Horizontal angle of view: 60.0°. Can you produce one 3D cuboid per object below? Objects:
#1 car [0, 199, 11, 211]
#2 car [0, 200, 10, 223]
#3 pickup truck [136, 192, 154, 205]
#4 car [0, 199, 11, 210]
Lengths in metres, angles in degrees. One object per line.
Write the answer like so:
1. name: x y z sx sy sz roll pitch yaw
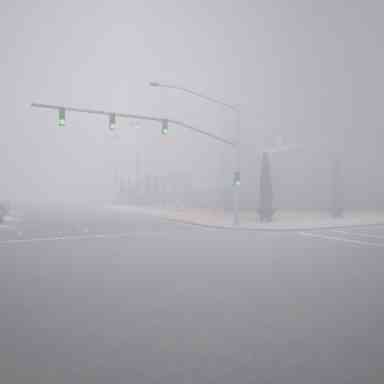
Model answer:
1. car: -24.253 1.601 42.582 1.895 1.301 4.718 0 0 -27
2. car: -15.030 1.547 24.895 2.033 1.411 5.357 0 0 -27
3. pickup truck: -7.348 1.059 53.853 2.390 2.098 6.274 0 0 3
4. car: -19.476 1.601 33.420 1.895 1.301 4.718 0 0 -27
